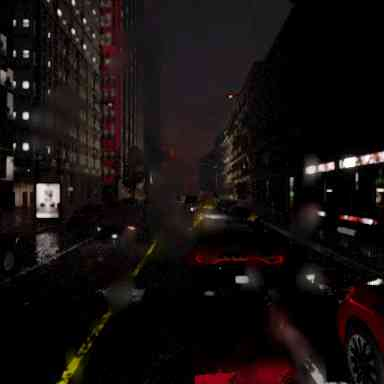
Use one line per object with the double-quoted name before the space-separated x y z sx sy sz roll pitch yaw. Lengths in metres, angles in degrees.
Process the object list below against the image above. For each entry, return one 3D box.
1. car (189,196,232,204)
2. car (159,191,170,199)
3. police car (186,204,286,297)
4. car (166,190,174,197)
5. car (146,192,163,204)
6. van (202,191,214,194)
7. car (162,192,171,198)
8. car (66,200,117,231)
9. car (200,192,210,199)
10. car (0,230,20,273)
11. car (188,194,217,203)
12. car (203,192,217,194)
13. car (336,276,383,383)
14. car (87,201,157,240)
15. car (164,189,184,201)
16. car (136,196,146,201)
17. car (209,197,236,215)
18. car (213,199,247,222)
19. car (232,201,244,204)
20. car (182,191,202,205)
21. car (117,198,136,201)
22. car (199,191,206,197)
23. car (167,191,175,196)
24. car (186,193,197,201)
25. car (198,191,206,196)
"car" 0.894 1.243 18.596 1.801 1.575 5.366 0 1 0
"car" -5.697 0.614 69.749 1.967 1.590 4.097 1 1 0
"police car" 0.897 1.328 8.515 1.930 1.638 5.238 0 1 0
"car" -5.701 0.401 86.718 1.967 1.590 4.097 1 1 0
"car" -5.691 0.889 47.124 1.967 1.590 4.097 1 1 0
"van" 2.690 0.791 47.090 1.690 1.788 3.998 1 1 0
"car" -5.701 0.685 75.406 1.802 1.307 4.206 1 1 0
"car" -5.686 1.367 18.842 1.802 1.307 4.206 1 1 0
"car" 2.681 0.756 69.717 1.802 1.307 4.206 1 1 0
"car" -5.683 1.459 7.529 1.887 1.381 4.507 1 1 0
"car" 0.809 1.174 24.594 1.801 1.575 5.366 0 1 0
"car" 2.689 1.083 41.435 1.947 1.339 4.313 1 1 0
"car" 2.702 1.293 1.839 2.192 1.841 5.009 1 1 0
"car" -3.105 1.365 16.005 2.033 1.411 5.357 0 1 0
"car" -3.090 0.543 57.704 2.150 2.045 5.566 0 1 0
"car" -5.689 1.218 30.155 1.947 1.339 4.313 1 1 0
"car" 2.692 1.203 30.123 2.008 1.369 4.403 1 1 0
"car" 2.693 1.285 24.466 1.947 1.339 4.313 1 1 0
"car" 2.695 1.309 18.980 1.752 1.417 4.829 1 1 0
"car" -0.006 0.942 45.867 1.882 1.535 5.008 0 1 0
"car" -5.687 1.264 24.498 1.887 1.381 4.507 1 1 0
"car" 2.677 0.543 86.686 1.802 1.307 4.206 1 1 0
"car" -5.704 0.454 92.375 1.947 1.339 4.313 1 1 0
"car" -0.016 0.894 60.029 1.895 1.301 4.718 0 1 0
"car" 2.676 0.440 92.341 2.008 1.369 4.403 1 1 0
